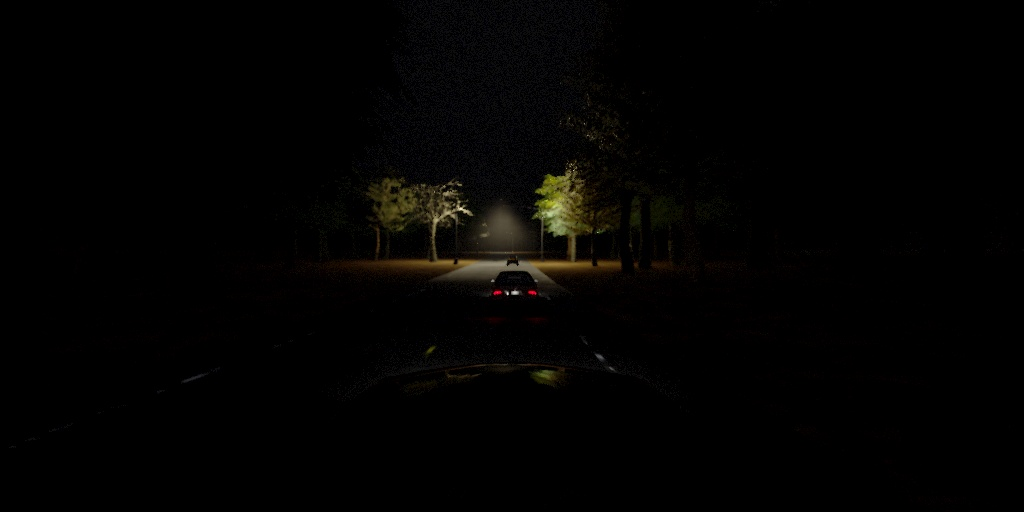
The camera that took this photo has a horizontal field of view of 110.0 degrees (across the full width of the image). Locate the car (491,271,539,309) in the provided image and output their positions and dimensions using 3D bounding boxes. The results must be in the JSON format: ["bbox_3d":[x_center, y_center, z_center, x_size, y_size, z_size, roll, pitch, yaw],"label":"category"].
[{"bbox_3d":[0.106,1.330,15.028,2.033,1.411,5.357,0,0,0],"label":"car"}]

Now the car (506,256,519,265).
[{"bbox_3d":[0.127,0.686,59.125,1.837,1.490,4.892,0,2,0],"label":"car"}]
